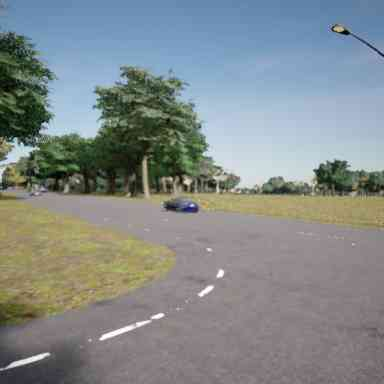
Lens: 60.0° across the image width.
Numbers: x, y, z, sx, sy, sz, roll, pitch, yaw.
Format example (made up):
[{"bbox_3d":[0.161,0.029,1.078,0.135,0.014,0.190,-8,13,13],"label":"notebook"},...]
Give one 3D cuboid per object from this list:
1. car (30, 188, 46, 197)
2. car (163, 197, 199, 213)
[{"bbox_3d":[-29.489,0.131,62.941,2.128,1.511,4.902,0,2,-28],"label":"car"},{"bbox_3d":[-1.123,1.165,32.172,1.994,1.385,4.181,0,2,-35],"label":"car"}]
